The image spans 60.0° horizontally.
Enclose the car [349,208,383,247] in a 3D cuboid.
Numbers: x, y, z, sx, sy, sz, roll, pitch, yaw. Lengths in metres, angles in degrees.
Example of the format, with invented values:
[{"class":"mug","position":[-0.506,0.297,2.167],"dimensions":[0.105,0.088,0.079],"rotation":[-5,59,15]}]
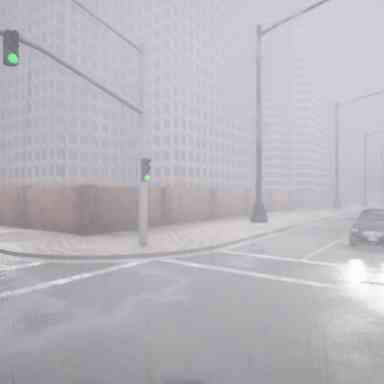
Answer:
[{"class":"car","position":[8.106,1.491,14.432],"dimensions":[2.128,1.511,4.902],"rotation":[0,0,34]}]

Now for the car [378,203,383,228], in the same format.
[{"class":"car","position":[14.027,1.506,22.575],"dimensions":[1.837,1.490,4.892],"rotation":[0,0,36]}]
